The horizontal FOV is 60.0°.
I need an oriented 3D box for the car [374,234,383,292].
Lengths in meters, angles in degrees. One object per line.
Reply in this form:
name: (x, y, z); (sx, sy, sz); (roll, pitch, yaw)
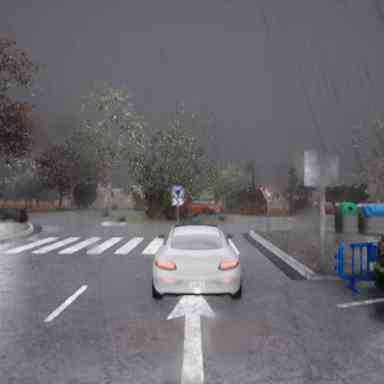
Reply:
car: (6.027, 1.212, 6.094); (5.566, 2.045, 2.435); (1, 0, -20)

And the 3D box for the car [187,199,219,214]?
car: (0.569, 1.541, 36.116); (4.553, 1.767, 2.097); (2, 1, 25)

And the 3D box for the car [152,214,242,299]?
car: (0.098, 1.494, 8.245); (1.812, 1.442, 4.674); (0, 0, 0)
